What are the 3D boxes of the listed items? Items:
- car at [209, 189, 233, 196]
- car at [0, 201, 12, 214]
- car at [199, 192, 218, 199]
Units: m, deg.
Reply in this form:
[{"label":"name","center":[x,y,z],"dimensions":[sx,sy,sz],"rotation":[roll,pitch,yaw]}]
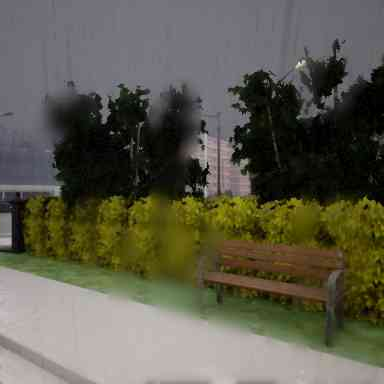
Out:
[{"label":"car","center":[6.387,0.437,68.512],"dimensions":[2.150,2.045,5.566],"rotation":[0,1,35]},{"label":"car","center":[-18.686,1.541,32.881],"dimensions":[1.994,1.385,4.181],"rotation":[0,0,35]},{"label":"car","center":[3.644,0.736,70.693],"dimensions":[1.812,1.442,4.674],"rotation":[0,1,35]}]
